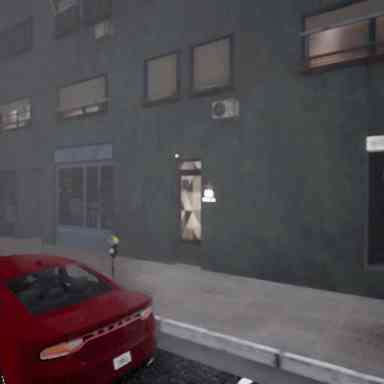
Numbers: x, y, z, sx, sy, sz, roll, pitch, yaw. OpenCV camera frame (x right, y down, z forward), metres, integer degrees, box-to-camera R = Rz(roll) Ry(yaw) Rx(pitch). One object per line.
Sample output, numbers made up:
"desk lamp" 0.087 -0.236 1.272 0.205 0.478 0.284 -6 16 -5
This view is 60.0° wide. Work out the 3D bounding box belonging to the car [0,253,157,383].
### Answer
"car" -2.528 1.550 4.605 4.507 1.381 1.887 0 0 35
